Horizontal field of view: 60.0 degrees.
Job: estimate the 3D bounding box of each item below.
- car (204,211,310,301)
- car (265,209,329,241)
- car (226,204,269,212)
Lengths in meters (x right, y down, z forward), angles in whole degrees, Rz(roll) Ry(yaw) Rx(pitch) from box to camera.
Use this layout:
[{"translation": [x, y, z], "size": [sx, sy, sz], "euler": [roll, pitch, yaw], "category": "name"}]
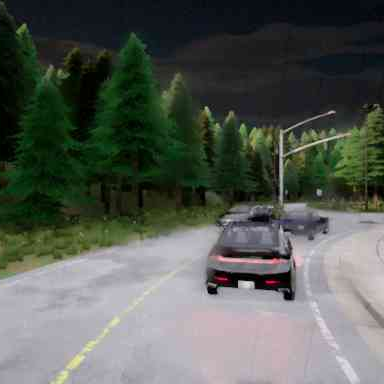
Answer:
[{"translation": [1.589, 1.487, 8.452], "size": [2.128, 1.511, 4.902], "euler": [0, 0, 14], "category": "car"}, {"translation": [5.573, 1.593, 16.888], "size": [1.895, 1.301, 4.718], "euler": [0, 0, 34], "category": "car"}, {"translation": [3.296, 1.482, 19.914], "size": [2.128, 1.511, 4.902], "euler": [0, 0, 38], "category": "car"}]
